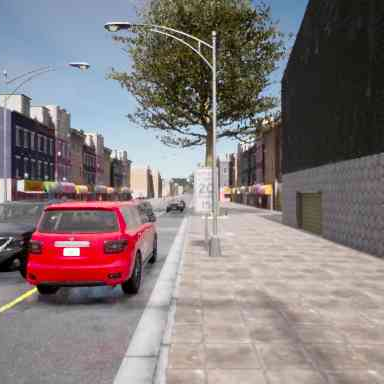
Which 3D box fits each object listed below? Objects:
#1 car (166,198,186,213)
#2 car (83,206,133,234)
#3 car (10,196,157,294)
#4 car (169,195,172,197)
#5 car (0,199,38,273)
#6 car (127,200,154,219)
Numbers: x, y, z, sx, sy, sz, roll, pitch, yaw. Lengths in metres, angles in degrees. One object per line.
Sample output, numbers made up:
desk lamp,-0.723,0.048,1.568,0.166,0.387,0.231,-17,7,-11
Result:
car,-1.969,1.658,39.312,1.812,1.442,4.674,0,0,1
car,-5.013,1.644,20.429,1.994,1.385,4.181,0,0,1
car,-2.265,1.243,8.999,2.150,2.045,5.566,0,0,0
car,-1.933,1.661,49.602,2.128,1.511,4.902,0,0,1
car,-5.105,1.266,10.532,2.150,2.045,5.566,0,0,0
car,-4.907,1.624,32.440,1.837,1.490,4.892,0,1,1
